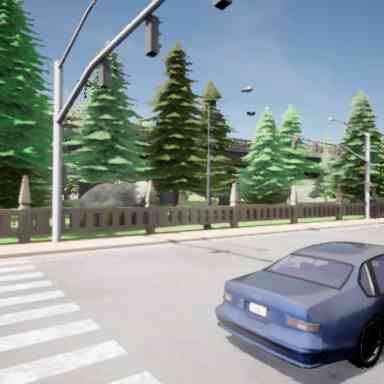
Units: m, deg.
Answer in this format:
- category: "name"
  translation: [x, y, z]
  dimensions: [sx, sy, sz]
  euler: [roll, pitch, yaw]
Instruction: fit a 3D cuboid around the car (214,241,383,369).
- category: "car"
  translation: [2.907, 1.612, 5.823]
  dimensions: [5.357, 1.411, 2.033]
  euler: [1, 0, -35]
